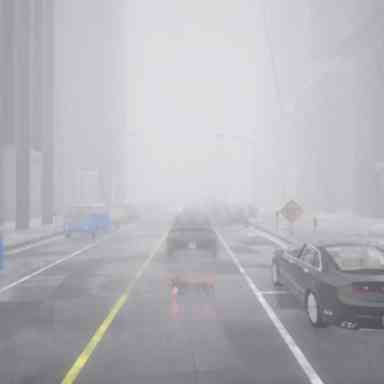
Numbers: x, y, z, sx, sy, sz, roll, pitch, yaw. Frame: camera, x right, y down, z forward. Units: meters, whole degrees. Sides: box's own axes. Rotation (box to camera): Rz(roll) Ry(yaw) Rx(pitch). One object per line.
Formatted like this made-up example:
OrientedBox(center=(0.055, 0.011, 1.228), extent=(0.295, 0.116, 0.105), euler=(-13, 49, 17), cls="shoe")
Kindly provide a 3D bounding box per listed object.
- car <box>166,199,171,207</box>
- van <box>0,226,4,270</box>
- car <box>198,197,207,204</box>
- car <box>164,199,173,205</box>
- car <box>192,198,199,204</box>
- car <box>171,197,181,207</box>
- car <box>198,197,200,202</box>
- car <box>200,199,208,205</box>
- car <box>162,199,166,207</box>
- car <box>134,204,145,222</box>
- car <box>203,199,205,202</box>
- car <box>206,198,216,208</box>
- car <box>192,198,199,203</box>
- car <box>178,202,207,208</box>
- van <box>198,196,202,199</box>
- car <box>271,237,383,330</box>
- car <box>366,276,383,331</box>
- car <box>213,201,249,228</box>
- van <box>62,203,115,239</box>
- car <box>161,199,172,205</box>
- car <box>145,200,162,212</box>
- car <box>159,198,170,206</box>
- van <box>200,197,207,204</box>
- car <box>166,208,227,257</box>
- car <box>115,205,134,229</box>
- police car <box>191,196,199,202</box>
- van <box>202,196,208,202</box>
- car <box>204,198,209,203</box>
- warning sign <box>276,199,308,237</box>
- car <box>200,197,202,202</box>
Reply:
OrientedBox(center=(-5.658, 2.151, 63.399), extent=(2.008, 1.369, 4.403), euler=(0, -1, 0), cls="car")
OrientedBox(center=(-5.672, 1.406, 6.915), extent=(1.690, 1.788, 3.998), euler=(0, -1, 0), cls="van")
OrientedBox(center=(2.872, 2.188, 91.644), extent=(2.192, 1.841, 5.009), euler=(0, -1, 0), cls="car")
OrientedBox(center=(-5.654, 2.346, 80.344), extent=(1.802, 1.307, 4.206), euler=(0, -1, 0), cls="car")
OrientedBox(center=(0.920, 2.333, 86.923), extent=(1.837, 1.490, 4.892), euler=(0, -1, 0), cls="car")
OrientedBox(center=(-3.003, 2.212, 64.540), extent=(1.895, 1.301, 4.718), euler=(0, -1, 1), cls="car")
OrientedBox(center=(2.868, 2.221, 69.049), extent=(1.947, 1.339, 4.313), euler=(0, -1, 0), cls="car")
OrientedBox(center=(2.870, 2.309, 80.346), extent=(1.887, 1.381, 4.507), euler=(0, -1, 0), cls="car")
OrientedBox(center=(-5.661, 2.037, 52.101), extent=(1.887, 1.381, 4.507), euler=(0, -1, 0), cls="car")
OrientedBox(center=(-5.666, 1.843, 29.508), extent=(1.947, 1.339, 4.313), euler=(0, -1, 0), cls="car")
OrientedBox(center=(2.863, 1.983, 46.455), extent=(1.887, 1.381, 4.507), euler=(0, -1, 0), cls="car")
OrientedBox(center=(2.860, 1.771, 35.160), extent=(1.967, 1.590, 4.097), euler=(0, -1, 0), cls="car")
OrientedBox(center=(0.922, 2.391, 92.923), extent=(1.837, 1.490, 4.892), euler=(0, -1, 0), cls="car")
OrientedBox(center=(0.030, 1.832, 28.510), extent=(1.994, 1.385, 4.181), euler=(0, 0, 1), cls="car")
OrientedBox(center=(2.868, 2.050, 74.699), extent=(1.690, 1.788, 3.998), euler=(0, -1, 0), cls="van")
OrientedBox(center=(2.854, 1.616, 6.918), extent=(2.008, 1.369, 4.403), euler=(0, -1, 0), cls="car")
OrientedBox(center=(2.853, 1.564, 1.269), extent=(2.008, 1.369, 4.403), euler=(0, -1, 0), cls="car")
OrientedBox(center=(2.857, 1.664, 23.864), extent=(1.967, 1.590, 4.097), euler=(0, -1, 0), cls="car")
OrientedBox(center=(-5.670, 1.512, 18.212), extent=(1.690, 1.788, 3.998), euler=(0, -1, 0), cls="van")
OrientedBox(center=(-5.656, 2.260, 74.696), extent=(2.008, 1.369, 4.403), euler=(0, -1, 0), cls="car")
OrientedBox(center=(-5.662, 2.004, 46.453), extent=(1.947, 1.339, 4.313), euler=(0, -1, 0), cls="car")
OrientedBox(center=(-5.658, 2.095, 69.049), extent=(1.967, 1.590, 4.097), euler=(0, -1, 0), cls="car")
OrientedBox(center=(2.871, 2.160, 85.996), extent=(1.690, 1.788, 3.998), euler=(0, -1, 0), cls="van")
OrientedBox(center=(0.025, 1.620, 13.523), extent=(2.128, 1.511, 4.902), euler=(0, 0, 1), cls="car")
OrientedBox(center=(-5.667, 1.747, 23.689), extent=(1.752, 1.417, 4.829), euler=(0, -1, 0), cls="car")
OrientedBox(center=(0.917, 2.157, 77.035), extent=(1.930, 1.638, 5.238), euler=(0, -1, 0), cls="police car")
OrientedBox(center=(2.863, 1.833, 52.106), extent=(1.690, 1.788, 3.998), euler=(0, -1, 0), cls="van")
OrientedBox(center=(2.861, 1.825, 40.808), extent=(1.967, 1.590, 4.097), euler=(0, -1, 0), cls="car")
OrientedBox(center=(5.077, 1.274, 16.921), extent=(1.300, 1.860, 1.060), euler=(0, 0, 0), cls="warning sign")
OrientedBox(center=(2.865, 1.987, 57.753), extent=(1.967, 1.590, 4.097), euler=(0, -1, 0), cls="car")
